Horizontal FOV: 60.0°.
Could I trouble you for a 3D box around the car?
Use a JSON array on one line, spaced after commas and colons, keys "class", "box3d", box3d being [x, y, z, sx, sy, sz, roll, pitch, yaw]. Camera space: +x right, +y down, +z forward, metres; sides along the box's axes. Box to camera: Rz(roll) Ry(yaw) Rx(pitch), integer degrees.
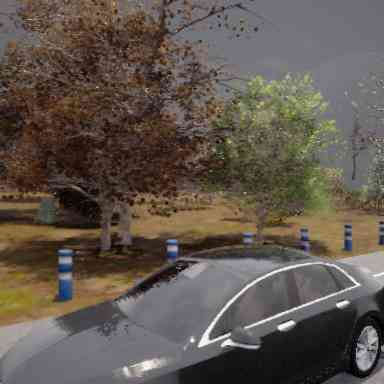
[{"class": "car", "box3d": [0.460, 1.497, 3.951, 4.892, 1.490, 1.837, 0, 0, -35]}]
